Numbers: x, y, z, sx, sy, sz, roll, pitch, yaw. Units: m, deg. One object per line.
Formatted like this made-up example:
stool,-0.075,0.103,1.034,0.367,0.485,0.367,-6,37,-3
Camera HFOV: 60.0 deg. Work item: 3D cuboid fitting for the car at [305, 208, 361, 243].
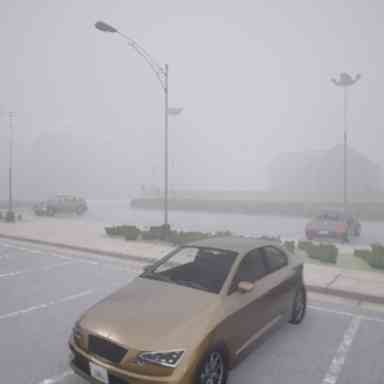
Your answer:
car,6.872,1.499,16.090,1.784,1.438,3.905,0,0,36

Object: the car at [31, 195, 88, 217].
car,-11.458,1.156,29.102,1.932,1.855,4.605,0,0,36

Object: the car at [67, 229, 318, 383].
car,0.308,1.491,4.961,1.816,1.474,4.193,0,0,36
